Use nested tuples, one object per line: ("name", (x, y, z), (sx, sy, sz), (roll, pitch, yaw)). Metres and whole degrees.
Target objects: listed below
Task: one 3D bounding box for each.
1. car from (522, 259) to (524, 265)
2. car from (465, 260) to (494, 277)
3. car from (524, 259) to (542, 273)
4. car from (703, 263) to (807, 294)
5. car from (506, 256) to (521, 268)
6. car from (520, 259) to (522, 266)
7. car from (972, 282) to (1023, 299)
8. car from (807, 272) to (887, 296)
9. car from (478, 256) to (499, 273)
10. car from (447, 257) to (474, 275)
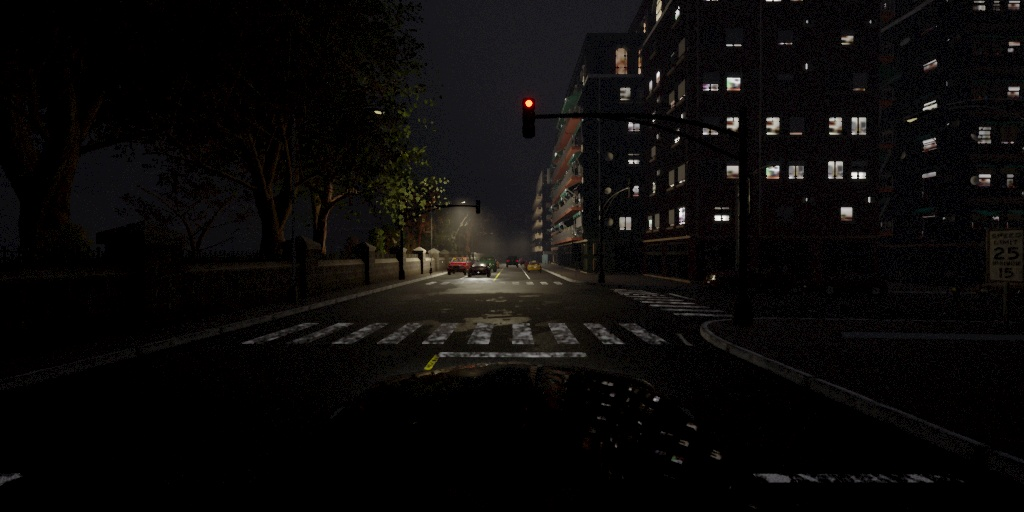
("car", (2.743, 1.306, 49.774), (1.888, 1.381, 4.507), (0, 0, 0))
("car", (-3.064, 1.317, 34.685), (1.994, 1.385, 4.181), (0, 0, 0))
("car", (2.737, 1.283, 44.409), (1.751, 1.417, 4.829), (0, 0, 0))
("car", (14.621, 1.338, 22.106), (5.009, 1.841, 2.192), (0, 0, 0))
("car", (0.068, 0.993, 63.637), (2.150, 2.045, 5.566), (0, 0, 0))
("car", (2.749, 1.316, 55.310), (2.007, 1.370, 4.403), (0, 0, 0))
("car", (31.538, 1.857, 22.141), (4.829, 1.417, 1.751), (0, 0, 0))
("car", (20.316, 1.671, 22.118), (4.507, 1.381, 1.888), (0, 0, 0))
("car", (-3.055, 0.980, 45.262), (2.150, 2.045, 5.566), (0, 0, 0))
("car", (-5.649, 1.069, 38.713), (2.192, 1.841, 5.009), (0, 0, 0))
